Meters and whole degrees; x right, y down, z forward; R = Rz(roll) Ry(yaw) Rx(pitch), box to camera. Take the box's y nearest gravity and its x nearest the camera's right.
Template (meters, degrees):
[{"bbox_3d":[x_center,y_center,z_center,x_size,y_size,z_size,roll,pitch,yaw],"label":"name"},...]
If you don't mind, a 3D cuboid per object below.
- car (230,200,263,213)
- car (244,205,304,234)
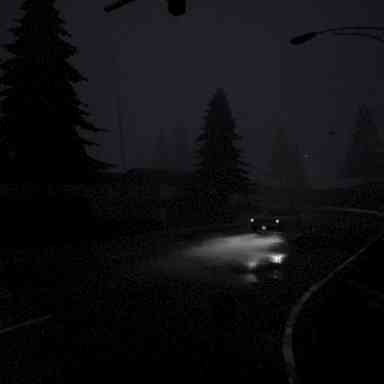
[{"bbox_3d":[6.224,1.637,35.833,1.812,1.442,4.674,0,-1,-44],"label":"car"},{"bbox_3d":[5.156,1.640,19.893,1.895,1.301,4.718,-1,0,34],"label":"car"}]
